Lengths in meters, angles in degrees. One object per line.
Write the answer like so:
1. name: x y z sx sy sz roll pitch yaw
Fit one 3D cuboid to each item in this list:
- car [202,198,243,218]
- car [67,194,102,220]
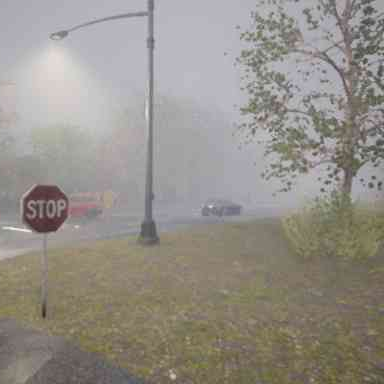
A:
1. car: 2.853 1.361 30.318 2.097 1.767 4.553 1 0 36
2. car: -9.453 1.220 25.231 2.150 2.045 5.566 1 1 36
